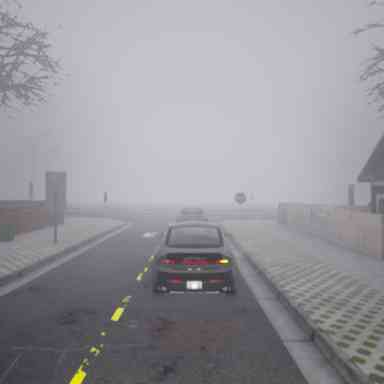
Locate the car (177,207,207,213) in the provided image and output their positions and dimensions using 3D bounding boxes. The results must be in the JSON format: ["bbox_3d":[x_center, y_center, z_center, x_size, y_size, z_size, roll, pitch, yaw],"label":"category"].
[{"bbox_3d":[0.021,1.634,20.692,1.994,1.385,4.181,0,0,0],"label":"car"}]

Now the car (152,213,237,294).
[{"bbox_3d":[0.061,1.534,8.816,1.837,1.490,4.892,0,0,0],"label":"car"}]
